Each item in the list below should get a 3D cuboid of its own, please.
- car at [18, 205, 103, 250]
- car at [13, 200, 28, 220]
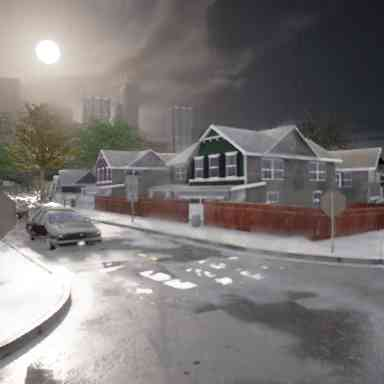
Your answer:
[{"bbox_3d":[-5.730,1.486,14.403,2.033,1.411,5.357,-1,1,-38],"label":"car"},{"bbox_3d":[-13.277,1.303,24.433,1.882,1.535,5.008,-1,1,-35],"label":"car"}]
